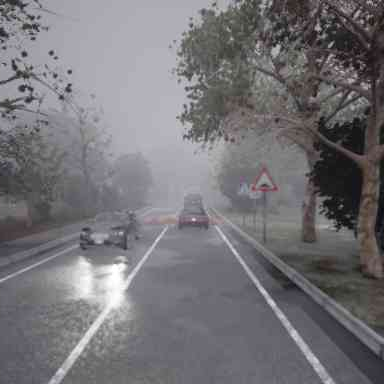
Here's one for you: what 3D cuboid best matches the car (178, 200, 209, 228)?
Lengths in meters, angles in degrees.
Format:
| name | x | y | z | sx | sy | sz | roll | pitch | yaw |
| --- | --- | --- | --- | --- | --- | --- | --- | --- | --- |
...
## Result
| name | x | y | z | sx | sy | sz | roll | pitch | yaw |
| --- | --- | --- | --- | --- | --- | --- | --- | --- | --- |
| car | 0.103 | 1.557 | 22.566 | 1.994 | 1.385 | 4.181 | 0 | 3 | 0 |

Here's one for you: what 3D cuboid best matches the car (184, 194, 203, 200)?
| name | x | y | z | sx | sy | sz | roll | pitch | yaw |
| --- | --- | --- | --- | --- | --- | --- | --- | --- | --- |
| car | 0.187 | 1.206 | 40.214 | 2.150 | 2.045 | 5.566 | 0 | 1 | 1 |

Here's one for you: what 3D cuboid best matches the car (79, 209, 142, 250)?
| name | x | y | z | sx | sy | sz | roll | pitch | yaw |
| --- | --- | --- | --- | --- | --- | --- | --- | --- | --- |
| car | -3.349 | 1.529 | 14.438 | 2.128 | 1.511 | 4.902 | 0 | 0 | 0 |
